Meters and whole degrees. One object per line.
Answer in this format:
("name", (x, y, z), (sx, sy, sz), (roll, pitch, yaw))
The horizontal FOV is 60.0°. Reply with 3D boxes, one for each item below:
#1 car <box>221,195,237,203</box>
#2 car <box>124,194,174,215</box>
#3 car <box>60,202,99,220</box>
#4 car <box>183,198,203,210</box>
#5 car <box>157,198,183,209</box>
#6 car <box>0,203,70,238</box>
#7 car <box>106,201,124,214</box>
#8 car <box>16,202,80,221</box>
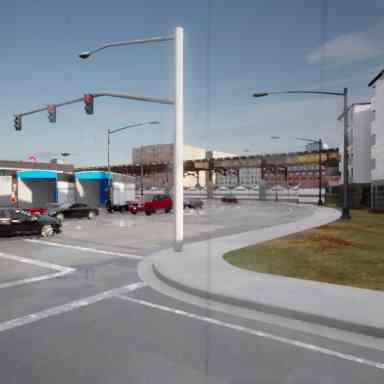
("car", (7.481, 1.353, 67.941), (2.097, 1.767, 4.553), (0, 0, -14))
("car", (-4.130, 1.221, 34.417), (2.150, 2.045, 5.566), (0, 0, 30))
("car", (-9.592, 1.526, 26.479), (1.812, 1.442, 4.674), (0, 0, 36))
("car", (0.119, 1.547, 44.101), (2.033, 1.411, 5.357), (0, 0, 16))
("car", (-2.956, 1.547, 46.029), (2.033, 1.411, 5.357), (0, 0, 15))
("car", (-8.687, 1.498, 15.714), (1.837, 1.490, 4.892), (3, 2, 44))
("car", (-7.111, 1.601, 36.221), (1.895, 1.301, 4.718), (0, 0, 30))
("car", (-12.295, 1.601, 28.661), (1.895, 1.301, 4.718), (0, 0, 37))
